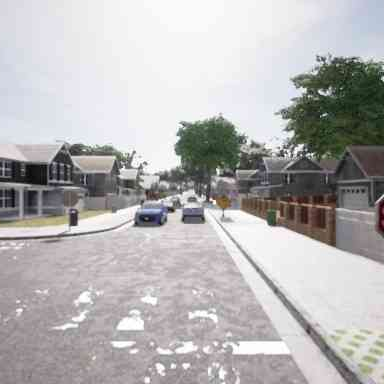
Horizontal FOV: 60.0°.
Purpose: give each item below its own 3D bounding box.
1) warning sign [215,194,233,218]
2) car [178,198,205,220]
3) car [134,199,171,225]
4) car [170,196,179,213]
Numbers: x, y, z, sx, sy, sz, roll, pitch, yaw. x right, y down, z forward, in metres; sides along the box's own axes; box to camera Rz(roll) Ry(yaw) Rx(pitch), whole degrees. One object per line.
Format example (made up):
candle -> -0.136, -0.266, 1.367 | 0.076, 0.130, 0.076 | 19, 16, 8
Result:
warning sign -> 2.524, 1.105, 26.490 | 1.300, 1.860, 1.060 | 0, 0, 0
car -> 0.106, 1.535, 28.034 | 2.033, 1.411, 5.357 | 0, 0, 0
car -> -2.891, 1.469, 24.257 | 1.882, 1.535, 5.008 | 0, 0, 2
car -> -2.843, 1.520, 37.720 | 2.033, 1.411, 5.357 | 0, 0, 0
